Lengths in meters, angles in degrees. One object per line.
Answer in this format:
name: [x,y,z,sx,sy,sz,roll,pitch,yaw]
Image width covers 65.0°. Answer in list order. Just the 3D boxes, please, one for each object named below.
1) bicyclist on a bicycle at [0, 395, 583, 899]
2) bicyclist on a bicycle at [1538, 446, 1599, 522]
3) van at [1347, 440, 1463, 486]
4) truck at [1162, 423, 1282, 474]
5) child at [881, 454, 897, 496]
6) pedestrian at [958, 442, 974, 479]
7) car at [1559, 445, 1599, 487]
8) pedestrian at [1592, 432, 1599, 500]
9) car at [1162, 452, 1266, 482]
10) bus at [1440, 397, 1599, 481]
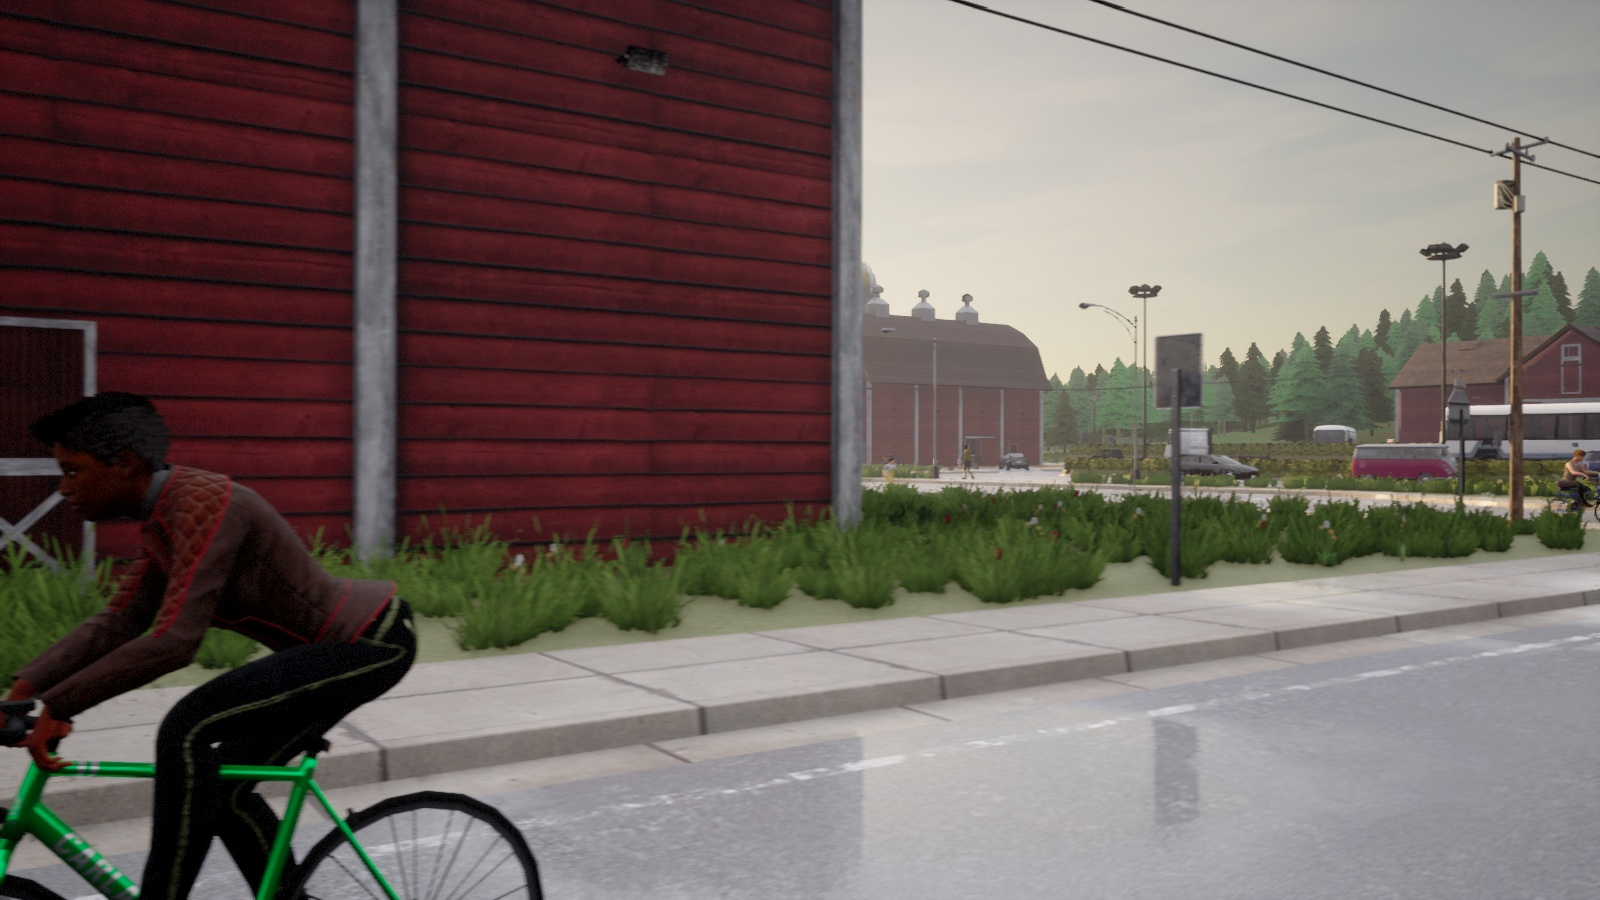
bicyclist on a bicycle: [-1.358,0.707,2.714,1.656,1.620,0.582,-1,0,-35]
bicyclist on a bicycle: [17.010,0.712,27.234,0.866,1.612,1.509,-1,0,-35]
van: [27.529,0.580,57.238,1.775,1.987,4.442,0,0,-42]
truck: [29.944,-0.081,89.398,2.891,3.462,7.936,0,0,-35]
child: [2.748,0.769,38.757,0.270,1.263,0.437,0,0,-36]
pedestrian: [8.410,0.536,63.517,0.726,1.835,0.370,0,0,31]
car: [35.449,0.660,53.781,4.553,1.767,2.097,0,0,7]
pedestrian: [21.997,0.437,33.865,0.634,1.844,0.899,0,0,-11]
car: [21.484,0.859,65.301,2.163,1.488,4.792,0,0,-35]
bus: [40.770,-0.551,67.936,3.944,4.253,10.273,0,0,-35]
